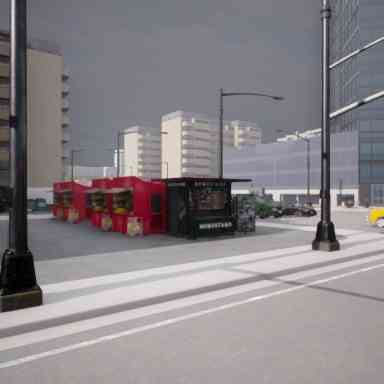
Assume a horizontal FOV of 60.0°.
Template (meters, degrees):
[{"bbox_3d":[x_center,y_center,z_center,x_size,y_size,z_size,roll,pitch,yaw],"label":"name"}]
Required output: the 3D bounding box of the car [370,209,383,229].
[{"bbox_3d":[13.480,1.521,20.137,1.882,1.535,5.008,0,0,-31],"label":"car"}]

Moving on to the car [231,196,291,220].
[{"bbox_3d":[5.966,1.388,30.861,2.150,2.045,5.566,0,-1,-36],"label":"car"}]

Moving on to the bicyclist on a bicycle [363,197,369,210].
[{"bbox_3d":[22.232,1.466,42.453,1.656,1.620,0.582,0,0,-36],"label":"bicyclist on a bicycle"}]

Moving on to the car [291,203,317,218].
[{"bbox_3d":[9.688,1.714,31.685,1.994,1.385,4.181,0,-1,-36],"label":"car"}]
